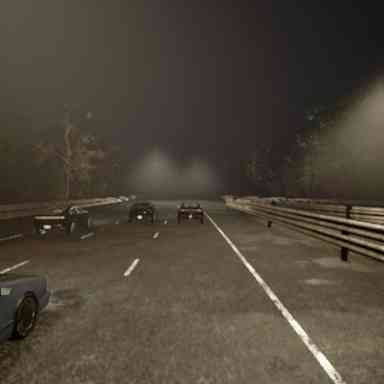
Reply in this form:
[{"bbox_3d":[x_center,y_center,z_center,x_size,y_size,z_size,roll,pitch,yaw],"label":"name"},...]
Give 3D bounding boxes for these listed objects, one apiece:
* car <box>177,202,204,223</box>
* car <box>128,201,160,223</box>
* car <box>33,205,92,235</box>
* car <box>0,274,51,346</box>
[{"bbox_3d":[-0.119,1.470,25.097,2.128,1.511,4.902,0,0,-1],"label":"car"},{"bbox_3d":[-3.622,1.485,25.284,1.837,1.490,4.892,0,0,-1],"label":"car"},{"bbox_3d":[-7.024,1.475,18.512,2.128,1.511,4.902,0,0,-1],"label":"car"},{"bbox_3d":[-3.411,1.544,3.427,2.033,1.411,5.357,0,0,0],"label":"car"}]
